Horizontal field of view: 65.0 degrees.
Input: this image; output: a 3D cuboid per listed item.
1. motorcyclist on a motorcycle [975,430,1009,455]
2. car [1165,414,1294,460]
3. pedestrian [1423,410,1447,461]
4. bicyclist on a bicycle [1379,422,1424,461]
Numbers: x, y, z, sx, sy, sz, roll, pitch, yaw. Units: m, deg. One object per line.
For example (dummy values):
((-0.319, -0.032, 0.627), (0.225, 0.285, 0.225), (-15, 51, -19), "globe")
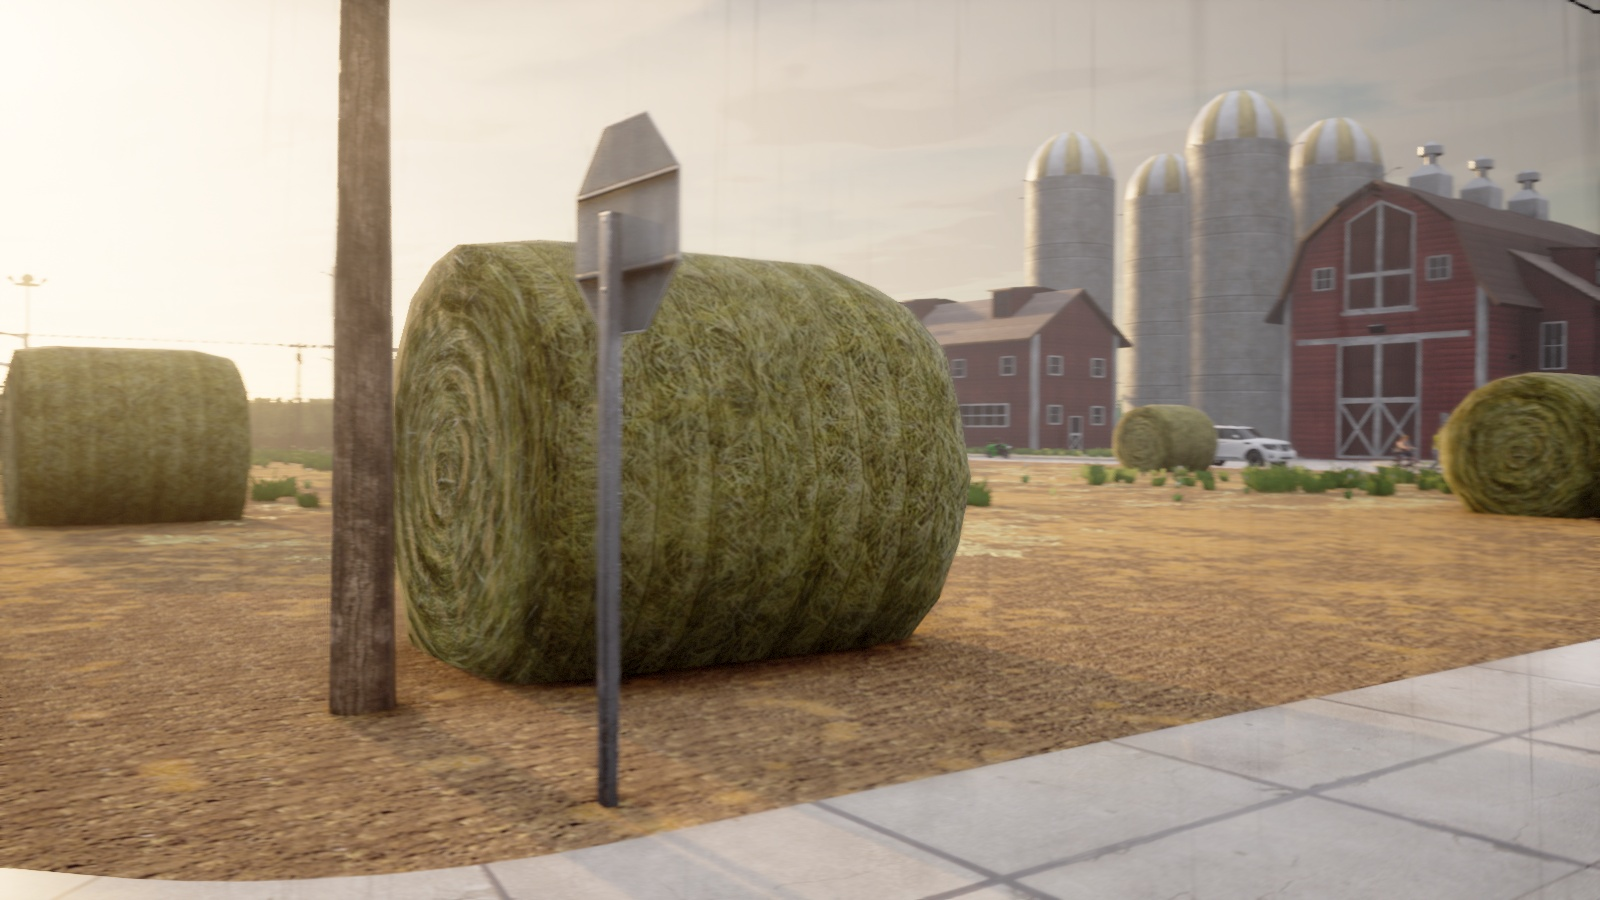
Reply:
((11.810, -0.453, 77.230), (0.797, 1.523, 2.044), (-1, 1, -37), "motorcyclist on a motorcycle")
((20.463, -0.617, 60.009), (2.150, 2.045, 5.566), (-2, 1, -37), "car")
((23.340, -0.532, 46.170), (0.706, 1.836, 0.354), (0, 1, 43), "pedestrian")
((25.534, -0.375, 53.333), (0.866, 1.612, 1.509), (-1, 1, -37), "bicyclist on a bicycle")
